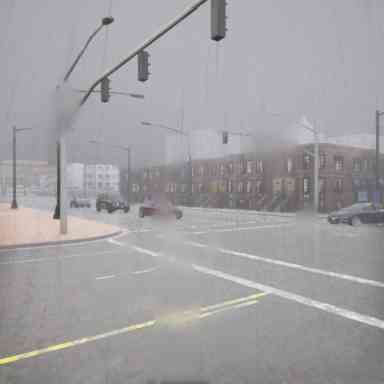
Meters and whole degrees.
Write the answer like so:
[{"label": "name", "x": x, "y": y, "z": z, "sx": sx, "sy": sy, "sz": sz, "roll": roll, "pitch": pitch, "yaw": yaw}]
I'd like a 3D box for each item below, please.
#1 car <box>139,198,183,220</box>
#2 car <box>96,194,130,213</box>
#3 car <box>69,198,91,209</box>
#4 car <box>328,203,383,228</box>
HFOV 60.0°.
[{"label": "car", "x": -2.699, "y": 1.352, "z": 28.273, "sx": 2.097, "sy": 1.767, "sz": 4.553, "roll": 0, "pitch": 0, "yaw": -35}, {"label": "car", "x": -8.870, "y": 1.222, "z": 36.858, "sx": 2.150, "sy": 2.045, "sz": 5.566, "roll": 0, "pitch": 0, "yaw": -36}, {"label": "car", "x": -15.570, "y": 1.526, "z": 46.221, "sx": 1.812, "sy": 1.442, "sz": 4.674, "roll": 0, "pitch": 0, "yaw": -36}, {"label": "car", "x": 11.447, "y": 1.506, "z": 22.335, "sx": 4.892, "sy": 1.490, "sz": 1.837, "roll": 0, "pitch": 1, "yaw": -20}]
